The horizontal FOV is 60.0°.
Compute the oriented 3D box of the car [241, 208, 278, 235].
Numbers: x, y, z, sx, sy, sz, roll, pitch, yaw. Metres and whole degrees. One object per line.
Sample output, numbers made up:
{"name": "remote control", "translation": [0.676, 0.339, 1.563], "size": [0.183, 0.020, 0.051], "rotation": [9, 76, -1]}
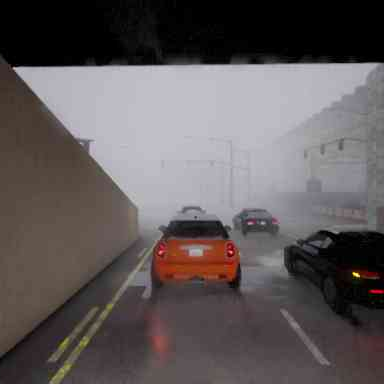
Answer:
{"name": "car", "translation": [3.559, 1.647, 19.281], "size": [2.033, 1.411, 5.357], "rotation": [0, 0, 0]}

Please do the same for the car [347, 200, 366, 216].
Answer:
{"name": "car", "translation": [17.456, 1.456, 31.266], "size": [1.853, 1.218, 4.536], "rotation": [0, 0, -35]}

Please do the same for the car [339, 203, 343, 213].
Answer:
{"name": "car", "translation": [17.529, 1.637, 35.915], "size": [2.038, 1.542, 4.974], "rotation": [0, 0, 45]}

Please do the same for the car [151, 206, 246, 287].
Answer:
{"name": "car", "translation": [0.093, 1.402, 9.634], "size": [2.097, 1.767, 4.553], "rotation": [0, 0, 0]}

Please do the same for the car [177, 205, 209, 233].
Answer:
{"name": "car", "translation": [-0.037, 1.636, 21.431], "size": [1.812, 1.442, 4.674], "rotation": [0, 0, -3]}

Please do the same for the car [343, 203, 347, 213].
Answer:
{"name": "car", "translation": [17.426, 1.613, 31.308], "size": [2.038, 1.542, 4.974], "rotation": [0, 0, -35]}

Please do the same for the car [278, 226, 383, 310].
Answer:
{"name": "car", "translation": [3.587, 1.566, 7.770], "size": [1.812, 1.442, 4.674], "rotation": [0, 0, 0]}

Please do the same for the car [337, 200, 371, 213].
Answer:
{"name": "car", "translation": [17.565, 1.479, 35.952], "size": [1.853, 1.218, 4.536], "rotation": [0, 0, 45]}
